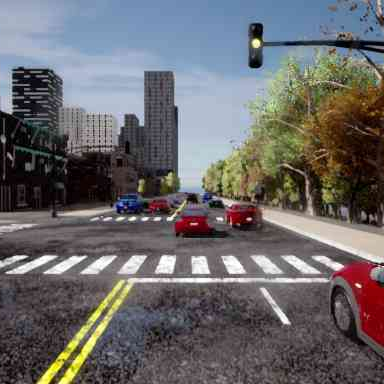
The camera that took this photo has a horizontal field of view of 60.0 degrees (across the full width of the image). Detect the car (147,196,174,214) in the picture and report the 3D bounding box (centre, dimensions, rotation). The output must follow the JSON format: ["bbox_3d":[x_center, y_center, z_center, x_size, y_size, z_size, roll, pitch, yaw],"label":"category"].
[{"bbox_3d":[-3.324,1.458,35.545,1.882,1.535,5.008,0,0,0],"label":"car"}]

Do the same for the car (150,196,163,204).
[{"bbox_3d":[-6.526,1.528,61.804,1.994,1.385,4.181,0,0,0],"label":"car"}]

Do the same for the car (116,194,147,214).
[{"bbox_3d":[-6.571,1.202,35.797,2.150,2.045,5.566,0,0,0],"label":"car"}]

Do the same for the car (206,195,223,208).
[{"bbox_3d":[3.367,1.537,47.110,1.994,1.385,4.181,0,0,0],"label":"car"}]

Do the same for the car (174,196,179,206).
[{"bbox_3d":[-3.314,1.521,46.039,2.033,1.411,5.357,0,0,0],"label":"car"}]

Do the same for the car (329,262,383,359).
[{"bbox_3d":[3.350,1.351,3.746,2.097,1.767,4.553,0,0,0],"label":"car"}]

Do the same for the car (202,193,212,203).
[{"bbox_3d":[3.316,1.180,69.553,2.150,2.045,5.566,0,0,1],"label":"car"}]

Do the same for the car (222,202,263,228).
[{"bbox_3d":[3.358,1.467,21.949,1.882,1.535,5.008,0,0,0],"label":"car"}]

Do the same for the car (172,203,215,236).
[{"bbox_3d":[0.108,1.555,18.461,1.994,1.385,4.181,0,0,0],"label":"car"}]

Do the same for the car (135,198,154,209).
[{"bbox_3d":[-6.565,1.574,46.051,1.895,1.301,4.718,0,0,0],"label":"car"}]

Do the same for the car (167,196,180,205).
[{"bbox_3d":[-3.266,1.511,60.819,2.033,1.411,5.357,0,0,1],"label":"car"}]

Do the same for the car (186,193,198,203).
[{"bbox_3d":[0.020,1.182,65.061,2.150,2.045,5.566,0,0,0],"label":"car"}]
